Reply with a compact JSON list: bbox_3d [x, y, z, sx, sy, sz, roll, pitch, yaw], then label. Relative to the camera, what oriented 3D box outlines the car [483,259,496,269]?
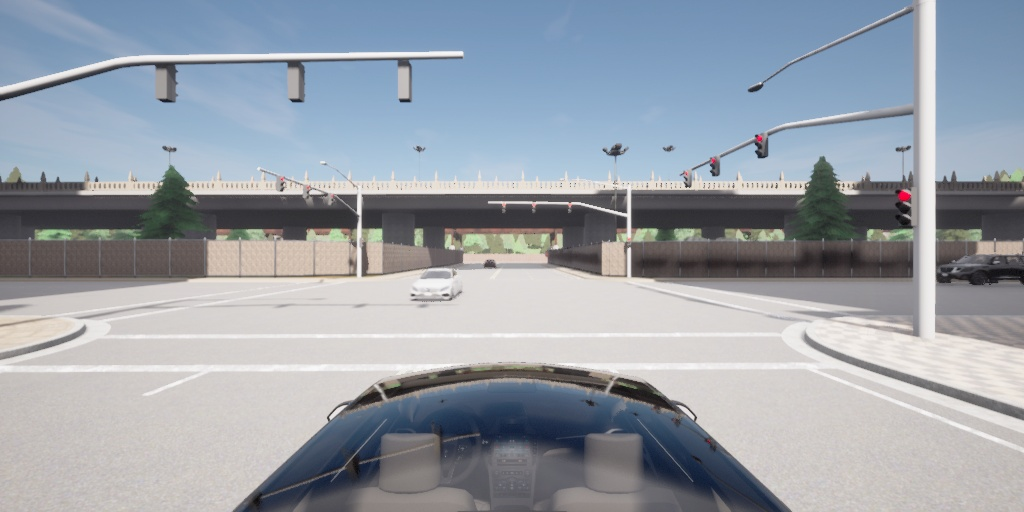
[{"bbox_3d":[-3.503,1.240,56.855,1.882,1.535,5.008,0,1,0],"label":"car"}]

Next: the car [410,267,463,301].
[{"bbox_3d":[-3.488,1.293,17.243,1.812,1.442,4.674,0,1,0],"label":"car"}]

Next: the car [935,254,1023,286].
[{"bbox_3d":[31.586,0.901,23.870,5.566,2.045,2.150,0,0,0],"label":"car"}]
